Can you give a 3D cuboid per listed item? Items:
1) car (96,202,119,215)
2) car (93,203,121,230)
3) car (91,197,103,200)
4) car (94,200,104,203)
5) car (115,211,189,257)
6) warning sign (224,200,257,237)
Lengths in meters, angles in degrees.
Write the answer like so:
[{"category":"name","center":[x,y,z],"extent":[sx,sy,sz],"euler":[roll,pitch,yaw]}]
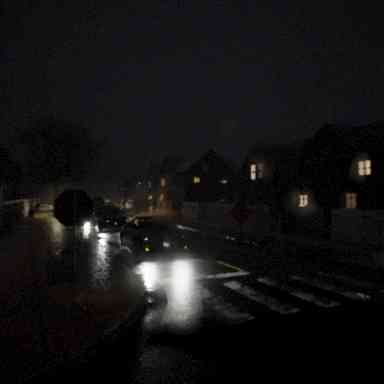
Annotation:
[{"category":"car","center":[-10.858,2.064,42.268],"extent":[2.033,1.411,5.357],"euler":[1,-1,-23]},{"category":"car","center":[-5.754,1.761,23.145],"extent":[1.837,1.490,4.892],"euler":[1,-1,-23]},{"category":"car","center":[-15.019,1.858,51.817],"extent":[2.150,2.045,5.566],"euler":[1,-1,-23]},{"category":"car","center":[-10.432,1.881,34.014],"extent":[2.128,1.511,4.902],"euler":[1,-1,-23]},{"category":"car","center":[-1.644,1.705,13.606],"extent":[1.994,1.385,4.181],"euler":[1,-1,-23]},{"category":"warning sign","center":[2.547,1.348,17.406],"extent":[1.300,1.860,1.060],"euler":[-1,-2,-23]}]
